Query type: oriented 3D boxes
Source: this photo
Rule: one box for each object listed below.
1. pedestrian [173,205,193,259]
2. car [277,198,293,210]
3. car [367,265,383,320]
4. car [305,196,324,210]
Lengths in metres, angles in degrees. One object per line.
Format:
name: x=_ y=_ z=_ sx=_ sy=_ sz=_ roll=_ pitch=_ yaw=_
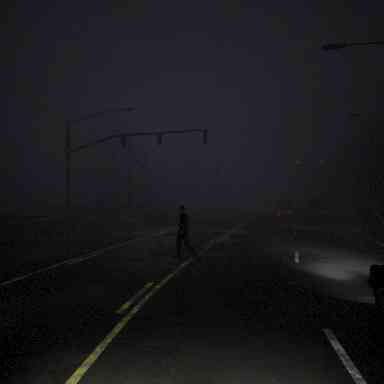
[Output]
pedestrian: x=-0.298 y=1.294 z=11.062 sx=0.375 sy=1.860 sz=0.375 roll=0 pitch=0 yaw=15
car: x=11.783 y=1.442 z=42.215 sx=2.128 sy=1.511 sz=4.902 roll=0 pitch=0 yaw=18
car: x=4.054 y=1.601 z=4.214 sx=1.895 sy=1.301 sz=4.718 roll=0 pitch=0 yaw=7
car: x=15.187 y=1.303 z=41.394 sx=2.097 sy=1.767 sz=4.553 roll=0 pitch=0 yaw=18
